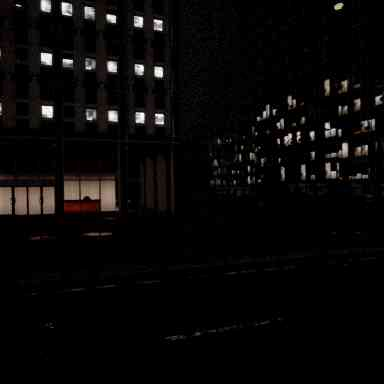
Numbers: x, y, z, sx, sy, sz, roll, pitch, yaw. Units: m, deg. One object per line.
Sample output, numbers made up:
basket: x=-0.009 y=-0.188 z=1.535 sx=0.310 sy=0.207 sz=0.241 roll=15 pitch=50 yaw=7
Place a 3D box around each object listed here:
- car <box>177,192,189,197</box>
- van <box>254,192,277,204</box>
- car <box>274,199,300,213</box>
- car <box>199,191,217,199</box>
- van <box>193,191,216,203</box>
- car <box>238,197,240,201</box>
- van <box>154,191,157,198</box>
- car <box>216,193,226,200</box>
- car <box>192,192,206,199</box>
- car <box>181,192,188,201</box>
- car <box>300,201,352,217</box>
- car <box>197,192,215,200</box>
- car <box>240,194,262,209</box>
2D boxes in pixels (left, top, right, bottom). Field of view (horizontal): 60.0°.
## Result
car: x=-2.497 y=0.711 z=90.846 sx=2.008 sy=1.369 sz=4.403 roll=0 pitch=1 yaw=-21
van: x=11.818 y=0.871 z=53.724 sx=1.690 sy=1.788 sz=3.998 roll=0 pitch=1 yaw=-21
car: x=10.031 y=1.400 z=34.766 sx=1.802 sy=1.307 sz=4.206 roll=0 pitch=1 yaw=-21
car: x=3.638 y=0.635 z=74.935 sx=2.192 sy=1.841 sz=5.009 roll=0 pitch=1 yaw=-21
van: x=1.955 y=0.953 z=56.013 sx=1.690 sy=1.788 sz=3.998 roll=0 pitch=1 yaw=-21
car: x=9.774 y=1.060 z=59.029 sx=1.802 sy=1.307 sz=4.206 roll=0 pitch=1 yaw=-21
van: x=-8.271 y=0.688 z=82.527 sx=1.690 sy=1.788 sz=3.998 roll=0 pitch=1 yaw=-21
car: x=5.684 y=0.955 z=69.636 sx=1.802 sy=1.307 sz=4.206 roll=0 pitch=1 yaw=-21
car: x=1.593 y=0.707 z=80.239 sx=1.967 sy=1.590 sz=4.097 roll=0 pitch=1 yaw=-21
car: x=-2.135 y=1.057 z=66.621 sx=2.008 sy=1.369 sz=4.403 roll=0 pitch=1 yaw=-21
car: x=12.060 y=1.435 z=29.454 sx=1.947 sy=1.339 sz=4.313 roll=0 pitch=1 yaw=-21
car: x=2.815 y=0.880 z=69.854 sx=1.882 sy=1.535 sz=5.008 roll=-1 pitch=1 yaw=-21
car: x=8.040 y=1.332 z=40.089 sx=1.947 sy=1.339 sz=4.313 roll=0 pitch=1 yaw=-21
